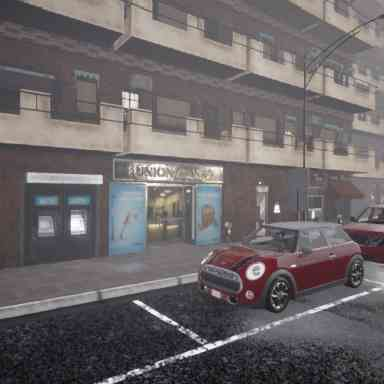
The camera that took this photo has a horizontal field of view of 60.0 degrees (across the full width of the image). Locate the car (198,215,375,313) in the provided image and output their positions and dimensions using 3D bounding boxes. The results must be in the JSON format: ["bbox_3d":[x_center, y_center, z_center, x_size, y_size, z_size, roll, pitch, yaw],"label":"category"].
[{"bbox_3d":[2.087,1.442,7.593,4.097,1.590,1.967,0,0,-36],"label":"car"}]

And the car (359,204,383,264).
[{"bbox_3d":[6.588,1.321,10.815,5.009,1.841,2.192,0,0,-36],"label":"car"}]
